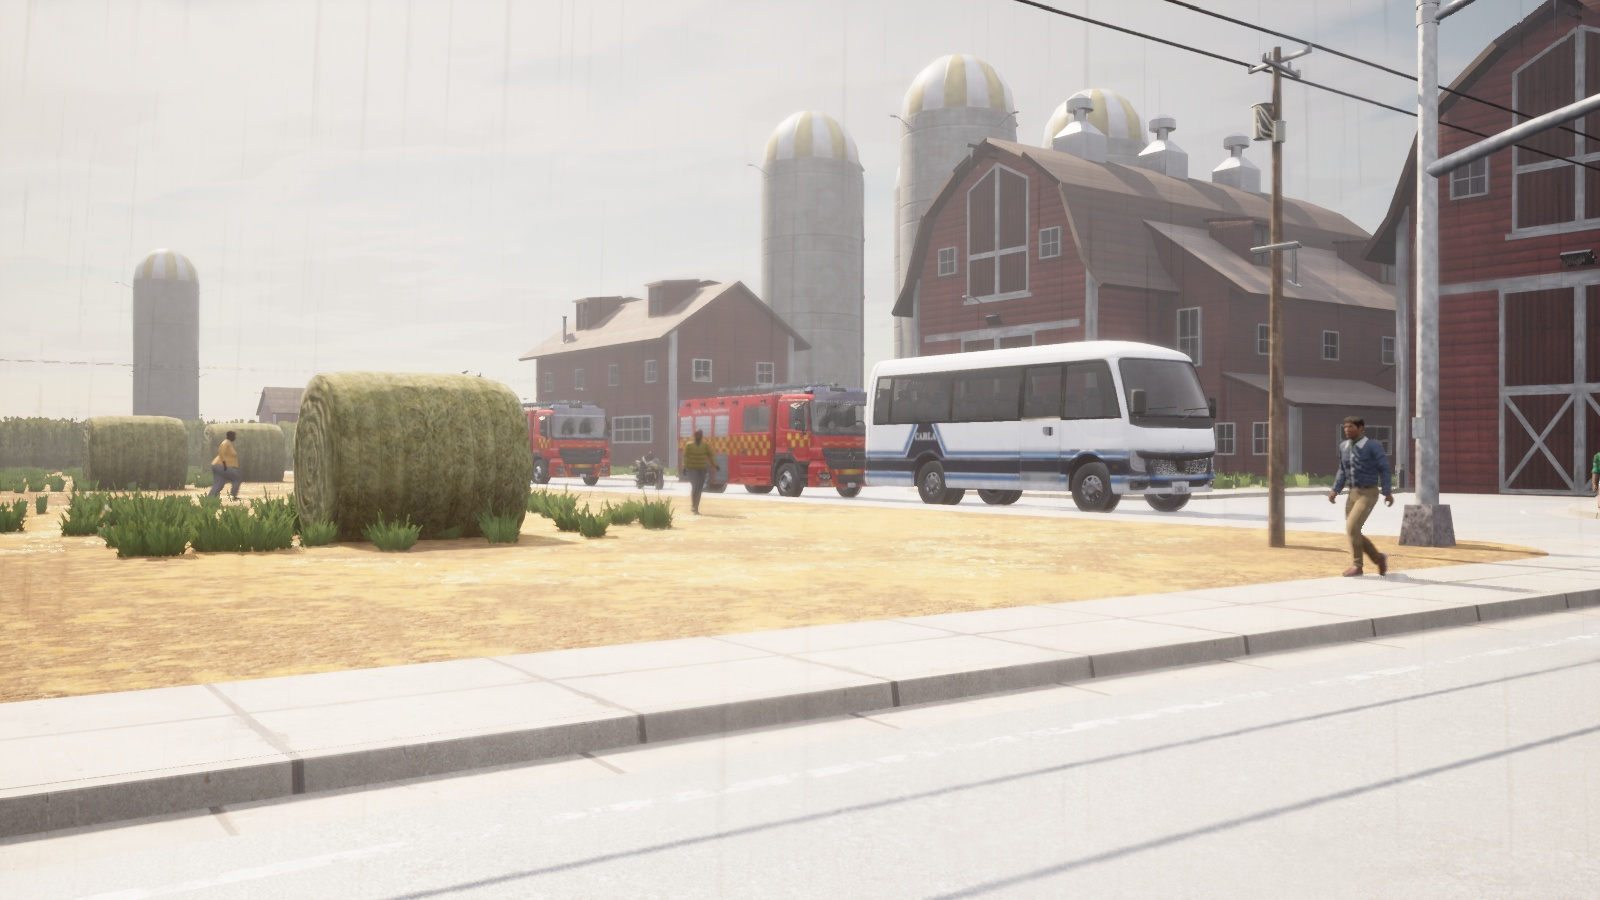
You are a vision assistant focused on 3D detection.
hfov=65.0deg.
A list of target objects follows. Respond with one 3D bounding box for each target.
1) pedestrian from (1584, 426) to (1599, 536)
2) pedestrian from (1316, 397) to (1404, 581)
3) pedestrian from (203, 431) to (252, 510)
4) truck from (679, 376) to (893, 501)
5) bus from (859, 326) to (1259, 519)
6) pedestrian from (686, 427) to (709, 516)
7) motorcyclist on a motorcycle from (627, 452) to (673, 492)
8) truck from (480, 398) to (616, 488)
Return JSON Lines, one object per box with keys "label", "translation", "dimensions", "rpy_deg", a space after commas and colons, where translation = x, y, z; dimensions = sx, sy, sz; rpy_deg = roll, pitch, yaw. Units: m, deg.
{"label": "pedestrian", "translation": [14.580, 0.544, 22.486], "dimensions": [0.873, 1.952, 0.659], "rpy_deg": [0, 0, -39]}
{"label": "pedestrian", "translation": [6.065, 0.415, 13.611], "dimensions": [0.788, 1.949, 0.423], "rpy_deg": [0, 0, -18]}
{"label": "pedestrian", "translation": [-13.743, 0.473, 30.148], "dimensions": [0.900, 1.855, 0.874], "rpy_deg": [0, 0, -36]}
{"label": "truck", "translation": [-0.707, -0.342, 42.652], "dimensions": [2.891, 3.827, 8.468], "rpy_deg": [0, 0, -36]}
{"label": "bus", "translation": [6.317, -0.595, 32.948], "dimensions": [3.944, 4.253, 10.273], "rpy_deg": [0, 0, -36]}
{"label": "pedestrian", "translation": [-2.150, 0.439, 26.249], "dimensions": [0.370, 1.835, 0.726], "rpy_deg": [0, 0, -13]}
{"label": "motorcyclist on a motorcycle", "translation": [-5.971, 0.870, 49.922], "dimensions": [0.866, 1.530, 2.191], "rpy_deg": [-1, 0, -36]}
{"label": "truck", "translation": [-11.783, -0.280, 57.959], "dimensions": [2.891, 3.827, 8.468], "rpy_deg": [0, 0, -36]}
